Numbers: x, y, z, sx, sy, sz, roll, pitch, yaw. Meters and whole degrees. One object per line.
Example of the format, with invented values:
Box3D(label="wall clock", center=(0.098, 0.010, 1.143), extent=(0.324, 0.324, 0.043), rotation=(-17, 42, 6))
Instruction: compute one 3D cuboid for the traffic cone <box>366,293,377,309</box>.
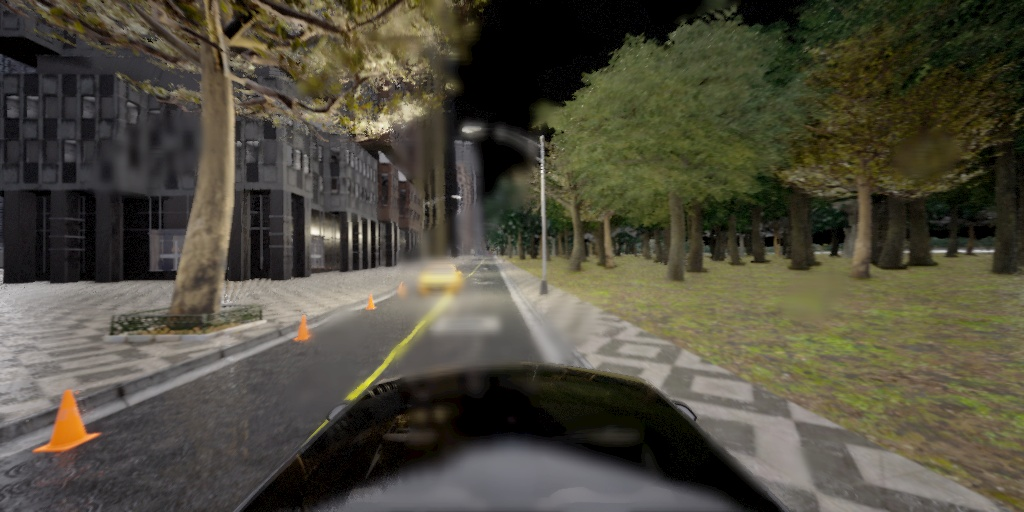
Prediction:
Box3D(label="traffic cone", center=(-5.484, 1.748, 13.948), extent=(0.340, 0.580, 0.340), rotation=(0, 0, -3))

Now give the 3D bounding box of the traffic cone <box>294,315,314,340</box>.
Box3D(label="traffic cone", center=(-5.191, 1.762, 8.956), extent=(0.340, 0.580, 0.340), rotation=(0, 0, -3))

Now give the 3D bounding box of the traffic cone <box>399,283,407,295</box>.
Box3D(label="traffic cone", center=(-5.778, 1.725, 18.940), extent=(0.340, 0.580, 0.340), rotation=(0, 0, -3))

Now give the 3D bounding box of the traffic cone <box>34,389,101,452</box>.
Box3D(label="traffic cone", center=(-4.899, 1.773, 3.964), extent=(0.340, 0.580, 0.340), rotation=(0, 0, -3))

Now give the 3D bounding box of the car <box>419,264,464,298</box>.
Box3D(label="car", center=(-3.591, 1.217, 18.891), extent=(1.882, 1.535, 5.008), rotation=(-1, 0, -4))
